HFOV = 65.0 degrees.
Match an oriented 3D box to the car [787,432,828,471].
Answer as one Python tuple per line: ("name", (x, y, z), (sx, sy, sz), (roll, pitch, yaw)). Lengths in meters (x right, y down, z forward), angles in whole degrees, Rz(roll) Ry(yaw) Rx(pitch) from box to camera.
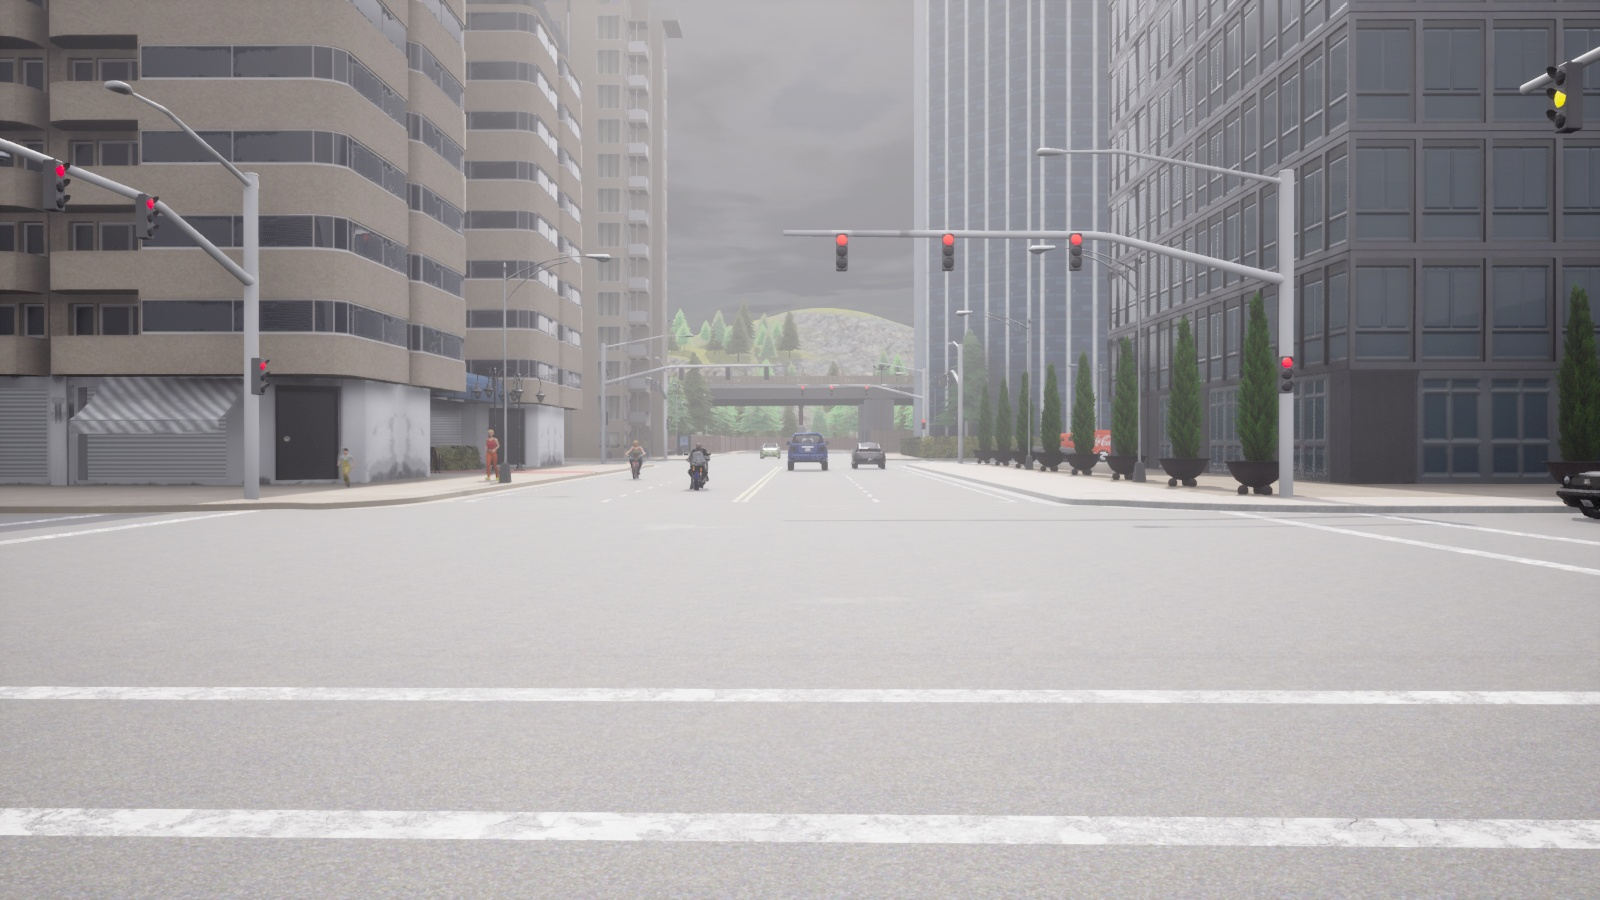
("car", (0.429, 0.077, 68.917), (2.150, 2.045, 5.566), (0, 0, 0))

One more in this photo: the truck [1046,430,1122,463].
("truck", (21.701, -0.265, 96.011), (5.204, 2.467, 2.627), (0, 0, 0))

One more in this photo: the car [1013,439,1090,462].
("car", (17.773, 0.037, 88.996), (5.027, 1.651, 2.152), (0, 0, 0))

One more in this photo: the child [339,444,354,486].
("child", (-13.640, 0.458, 37.797), (0.270, 1.263, 0.437), (0, 0, 5))

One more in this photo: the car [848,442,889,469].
("car", (3.955, 0.294, 72.949), (2.128, 1.511, 4.902), (0, 0, 0))

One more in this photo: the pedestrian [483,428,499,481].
("pedestrian", (-10.865, 0.147, 44.135), (0.345, 1.836, 0.594), (0, 0, 6))

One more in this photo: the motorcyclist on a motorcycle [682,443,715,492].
("motorcyclist on a motorcycle", (-3.242, 0.551, 40.296), (0.866, 1.530, 2.191), (0, 0, 0))

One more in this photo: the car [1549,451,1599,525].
("car", (16.486, 0.677, 22.714), (4.718, 1.301, 1.895), (0, 0, 1))
